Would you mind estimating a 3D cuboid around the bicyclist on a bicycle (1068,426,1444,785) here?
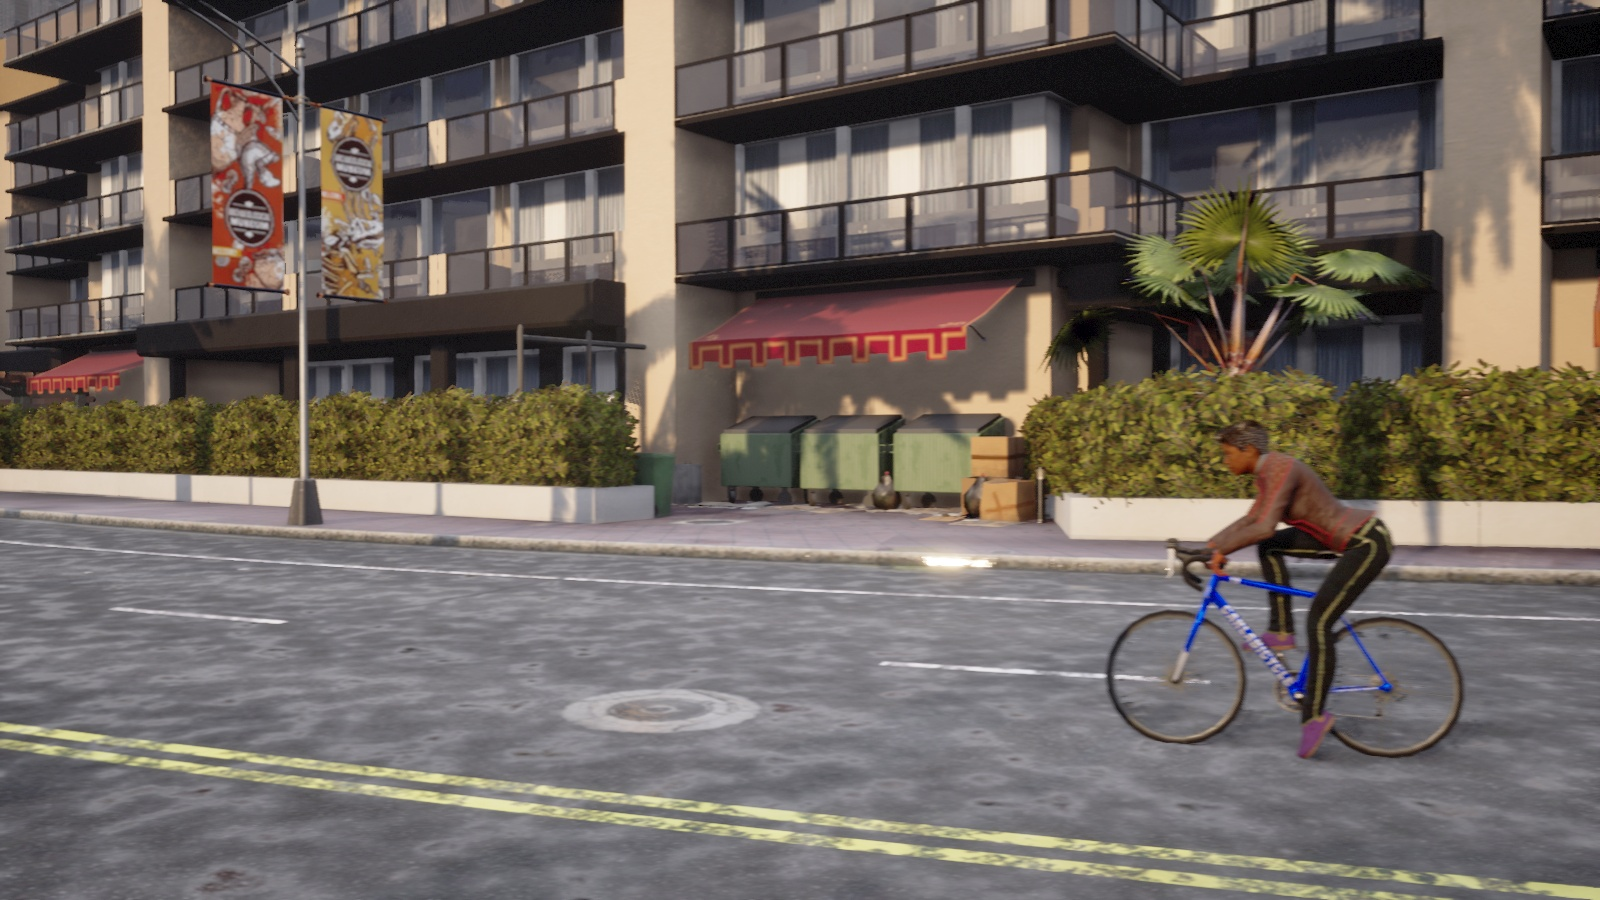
[{"bbox_3d":[2.188,0.694,6.175,1.656,1.620,0.582,0,1,17],"label":"bicyclist on a bicycle"}]
